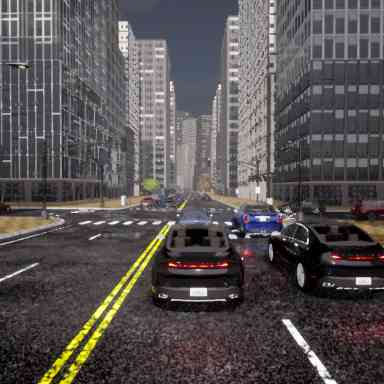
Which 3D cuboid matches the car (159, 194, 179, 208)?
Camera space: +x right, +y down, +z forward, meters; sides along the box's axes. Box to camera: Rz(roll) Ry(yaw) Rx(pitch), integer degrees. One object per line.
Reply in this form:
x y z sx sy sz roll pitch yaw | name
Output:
-3.215 1.471 48.270 1.837 1.490 4.892 0 0 0 | car

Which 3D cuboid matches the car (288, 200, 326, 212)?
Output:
11.283 1.568 34.577 4.892 1.490 1.837 1 1 4 | car

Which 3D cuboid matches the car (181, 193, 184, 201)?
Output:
-3.099 1.469 67.430 1.812 1.442 4.674 0 0 1 | car

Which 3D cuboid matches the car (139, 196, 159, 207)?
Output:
-6.461 1.491 49.042 1.812 1.442 4.674 0 0 2 | car

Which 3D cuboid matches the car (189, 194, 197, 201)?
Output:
0.208 1.450 80.180 1.812 1.442 4.674 0 0 0 | car

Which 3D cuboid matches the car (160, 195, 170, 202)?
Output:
-6.298 1.453 77.922 1.812 1.442 4.674 0 0 0 | car

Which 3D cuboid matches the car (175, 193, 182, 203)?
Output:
-3.184 1.460 57.609 1.837 1.490 4.892 0 0 0 | car

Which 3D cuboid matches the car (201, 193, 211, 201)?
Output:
3.457 1.396 79.328 1.882 1.535 5.008 0 0 0 | car

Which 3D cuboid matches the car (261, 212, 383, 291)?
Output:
3.373 1.500 8.946 1.837 1.490 4.892 0 0 0 | car

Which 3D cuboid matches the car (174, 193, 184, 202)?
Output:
-3.048 1.154 77.882 2.150 2.045 5.566 0 0 0 | car

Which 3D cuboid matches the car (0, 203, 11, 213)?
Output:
-20.032 1.315 31.790 5.008 1.535 1.882 1 1 1 | car

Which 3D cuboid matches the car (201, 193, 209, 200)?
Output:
3.483 1.097 89.717 2.097 1.767 4.553 0 0 0 | car

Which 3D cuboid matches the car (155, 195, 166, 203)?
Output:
-6.343 1.420 67.651 1.882 1.535 5.008 0 0 0 | car

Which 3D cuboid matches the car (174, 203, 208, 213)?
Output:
0.146 1.538 17.794 2.033 1.411 5.357 0 0 0 | car

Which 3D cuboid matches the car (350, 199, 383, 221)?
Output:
16.274 1.519 28.507 5.009 1.841 2.192 1 0 1 | car

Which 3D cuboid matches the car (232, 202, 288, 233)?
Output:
3.395 1.342 18.029 2.097 1.767 4.553 0 0 0 | car

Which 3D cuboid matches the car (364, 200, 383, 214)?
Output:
21.905 1.643 36.779 4.829 1.417 1.752 1 0 1 | car

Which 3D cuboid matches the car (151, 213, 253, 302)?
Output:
0.119 1.501 8.239 1.837 1.490 4.892 0 0 0 | car

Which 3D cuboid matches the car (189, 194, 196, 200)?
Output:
0.234 1.387 90.175 1.882 1.535 5.008 0 0 0 | car
